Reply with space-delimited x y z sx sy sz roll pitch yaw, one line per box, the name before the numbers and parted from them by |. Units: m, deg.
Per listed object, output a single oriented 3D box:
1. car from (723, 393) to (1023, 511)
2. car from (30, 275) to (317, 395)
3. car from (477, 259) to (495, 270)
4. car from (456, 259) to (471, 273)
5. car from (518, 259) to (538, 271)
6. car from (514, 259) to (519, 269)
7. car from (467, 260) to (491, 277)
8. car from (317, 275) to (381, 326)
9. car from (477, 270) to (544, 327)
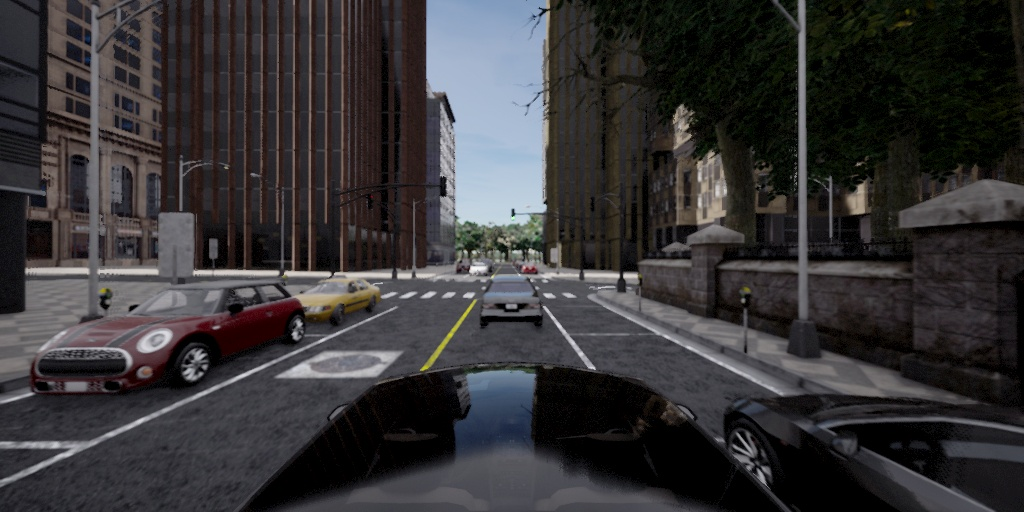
car | 2.785 1.313 1.432 1.948 1.339 4.313 0 0 -1
car | -5.823 1.223 6.756 1.967 1.591 4.097 0 0 -1
car | -3.820 1.421 50.697 2.097 1.767 4.553 0 0 -1
car | -6.478 1.377 49.615 2.192 1.841 5.009 0 0 -1
car | 2.129 1.464 44.308 1.967 1.591 4.097 0 0 -1
car | 1.880 1.685 60.618 2.007 1.370 4.403 0 0 -1
car | -3.670 1.527 40.483 1.812 1.442 4.674 0 0 0
car | -5.903 1.343 12.042 1.751 1.417 4.829 0 0 -1
car | -0.040 1.361 11.755 2.033 1.411 5.357 0 0 -1
